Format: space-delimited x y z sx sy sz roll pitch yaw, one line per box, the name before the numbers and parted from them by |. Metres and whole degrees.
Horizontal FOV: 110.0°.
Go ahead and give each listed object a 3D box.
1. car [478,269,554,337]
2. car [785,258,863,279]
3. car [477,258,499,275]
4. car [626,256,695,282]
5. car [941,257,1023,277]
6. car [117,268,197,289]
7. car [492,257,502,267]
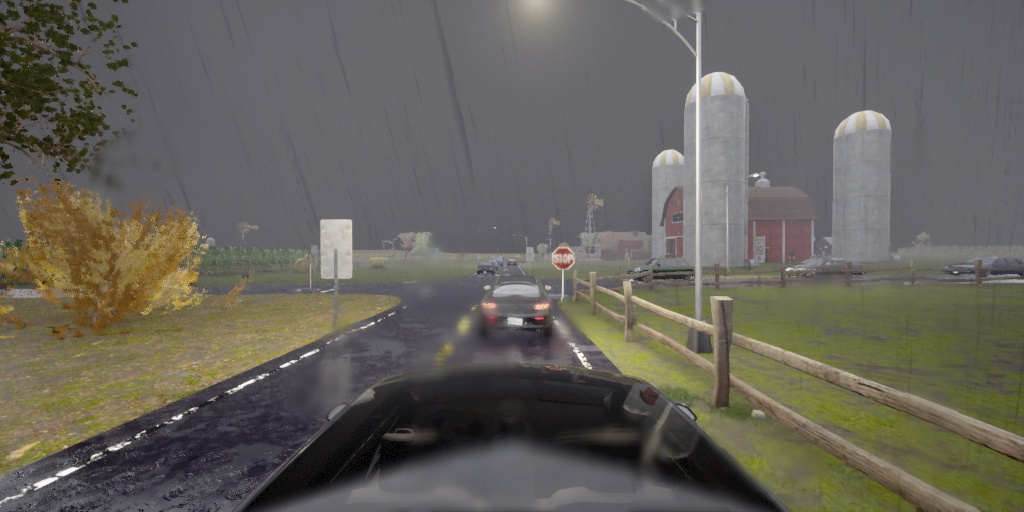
car | 0.147 1.274 10.141 1.812 1.442 4.674 0 0 2
car | 22.377 0.878 25.911 4.902 1.511 2.128 -1 1 0
car | -2.844 1.305 40.460 2.033 1.411 5.357 0 0 0
car | 10.580 0.907 25.784 4.553 1.767 2.097 -1 1 -2
car | 34.669 0.759 25.990 5.357 1.411 2.033 -1 1 -1
car | -25.490 1.561 25.578 5.008 1.535 1.882 -1 1 0
car | -2.829 1.268 50.754 1.837 1.490 4.892 0 0 1
